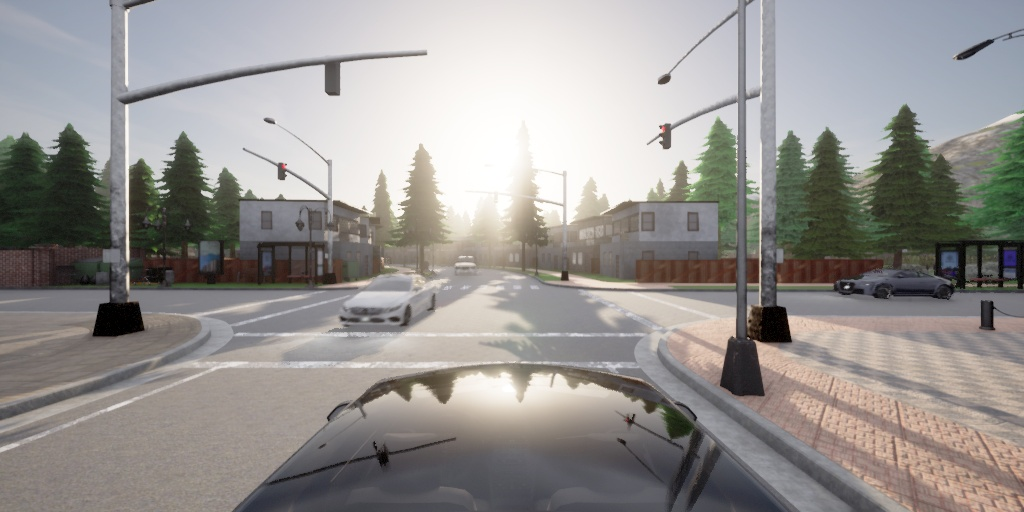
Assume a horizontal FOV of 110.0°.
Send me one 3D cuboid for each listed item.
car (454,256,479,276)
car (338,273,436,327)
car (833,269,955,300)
[{"bbox_3d":[-4.617,1.046,36.370,2.150,2.045,5.566,0,1,-6],"label":"car"},{"bbox_3d":[-3.739,1.318,11.633,1.812,1.442,4.674,0,1,2],"label":"car"},{"bbox_3d":[17.874,1.296,16.932,4.181,1.385,1.994,0,0,2],"label":"car"}]
